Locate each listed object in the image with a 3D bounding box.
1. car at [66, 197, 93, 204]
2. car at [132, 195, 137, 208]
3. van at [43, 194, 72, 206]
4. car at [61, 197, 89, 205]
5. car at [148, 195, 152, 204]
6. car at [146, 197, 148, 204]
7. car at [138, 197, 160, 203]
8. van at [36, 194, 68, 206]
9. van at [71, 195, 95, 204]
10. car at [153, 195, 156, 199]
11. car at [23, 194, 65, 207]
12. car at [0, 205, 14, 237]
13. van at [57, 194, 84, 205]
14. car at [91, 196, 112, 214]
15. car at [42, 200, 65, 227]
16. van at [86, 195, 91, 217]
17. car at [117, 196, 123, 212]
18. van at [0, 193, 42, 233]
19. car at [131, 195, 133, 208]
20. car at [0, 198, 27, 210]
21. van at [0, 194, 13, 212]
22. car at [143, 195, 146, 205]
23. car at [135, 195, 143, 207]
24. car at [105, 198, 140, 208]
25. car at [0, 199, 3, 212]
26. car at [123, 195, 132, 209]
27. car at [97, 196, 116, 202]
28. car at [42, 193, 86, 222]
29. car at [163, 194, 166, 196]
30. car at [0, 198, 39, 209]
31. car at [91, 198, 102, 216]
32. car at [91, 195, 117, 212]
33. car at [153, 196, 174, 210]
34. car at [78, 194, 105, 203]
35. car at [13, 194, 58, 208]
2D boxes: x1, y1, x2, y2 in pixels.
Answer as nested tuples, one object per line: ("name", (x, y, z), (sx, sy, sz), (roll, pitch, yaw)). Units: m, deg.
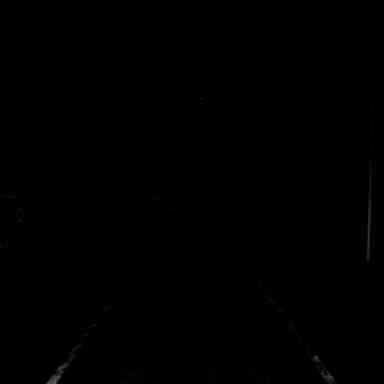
("car", (-23.406, 1.762, 69.129), (4.792, 1.488, 2.163), (0, -1, 0))
("car", (-10.314, 1.510, 44.225), (4.892, 1.521, 2.231), (0, 0, 0))
("van", (-23.498, 1.397, 58.185), (4.442, 1.987, 1.878), (0, 0, 0))
("car", (-23.407, 1.729, 66.490), (4.792, 1.488, 2.163), (0, -1, 0))
("car", (-10.330, 1.674, 60.881), (4.792, 1.488, 2.163), (0, 0, 0))
("car", (-10.274, 1.629, 55.328), (4.792, 1.488, 2.163), (0, 0, 0))
("car", (-10.299, 1.913, 80.301), (4.892, 1.521, 2.231), (0, -1, 0))
("van", (-23.266, 1.374, 55.415), (4.442, 1.987, 1.878), (0, 0, 0))
("van", (-23.493, 1.548, 71.904), (4.442, 1.987, 1.878), (0, -1, 0))
("car", (-10.292, 1.699, 66.434), (4.892, 1.521, 2.231), (0, -1, 0))
("car", (-23.356, 1.326, 52.646), (5.566, 2.045, 2.435), (0, 0, 0))
("car", (-10.323, 1.418, 13.707), (4.674, 1.452, 2.002), (0, 0, 0))
("van", (-23.271, 1.445, 63.741), (4.442, 1.987, 1.878), (0, -1, 0))
("car", (-10.308, 1.395, 30.344), (5.008, 1.535, 2.097), (0, 0, 0))
("car", (-10.347, 1.364, 19.265), (4.792, 1.488, 2.163), (0, 0, 0))
("van", (-10.199, 1.124, 24.793), (4.442, 1.987, 1.878), (0, 0, 0))
("car", (-10.280, 1.315, 35.897), (4.553, 1.767, 2.185), (0, 0, 0))
("van", (-10.203, 1.130, 16.481), (4.442, 1.987, 1.878), (0, 0, 0))
("car", (-10.303, 1.487, 41.448), (4.892, 1.521, 2.231), (0, 0, 0))
("car", (-23.391, 1.526, 41.437), (4.674, 1.452, 2.002), (0, 0, 0))
("van", (-23.507, 1.238, 38.669), (4.442, 1.987, 1.878), (0, 0, 0))
("car", (-10.275, 1.606, 52.552), (4.792, 1.488, 2.163), (0, 0, 0))
("car", (-10.121, 1.528, 47.000), (5.366, 1.575, 1.946), (0, 0, 0))
("car", (-10.276, 1.583, 49.776), (4.792, 1.488, 2.163), (0, 0, 0))
("car", (-23.389, 1.482, 36.022), (4.674, 1.452, 2.002), (0, 0, 0))
("car", (-10.125, 1.460, 38.672), (5.366, 1.575, 1.946), (0, 0, 0))
("car", (-23.399, 1.972, 91.289), (4.553, 1.767, 2.185), (0, -1, 0))
("car", (-10.345, 1.076, 22.018), (5.566, 2.045, 2.435), (0, 0, 0))
("car", (-10.319, 1.754, 85.858), (5.566, 2.045, 2.435), (0, -1, 0))
("car", (-23.382, 1.510, 44.332), (5.008, 1.535, 2.097), (0, 0, 0))
("car", (-10.317, 1.413, 27.567), (4.674, 1.452, 2.002), (0, 0, 0))
("car", (-10.281, 1.292, 33.121), (4.553, 1.767, 2.185), (0, 0, 0))
("car", (-3.368, 1.551, 42.034), (1.994, 1.385, 4.181), (0, 0, 0))
("car", (-23.402, 1.615, 77.567), (5.566, 2.045, 2.435), (0, -1, 0))
("car", (-23.357, 1.304, 49.875), (5.566, 2.045, 2.435), (0, 0, 0))
